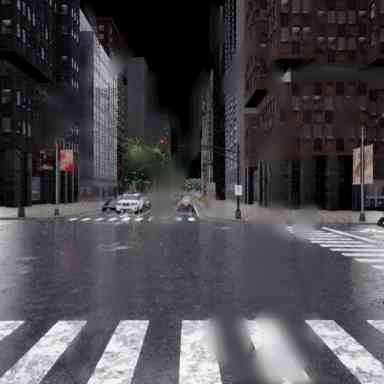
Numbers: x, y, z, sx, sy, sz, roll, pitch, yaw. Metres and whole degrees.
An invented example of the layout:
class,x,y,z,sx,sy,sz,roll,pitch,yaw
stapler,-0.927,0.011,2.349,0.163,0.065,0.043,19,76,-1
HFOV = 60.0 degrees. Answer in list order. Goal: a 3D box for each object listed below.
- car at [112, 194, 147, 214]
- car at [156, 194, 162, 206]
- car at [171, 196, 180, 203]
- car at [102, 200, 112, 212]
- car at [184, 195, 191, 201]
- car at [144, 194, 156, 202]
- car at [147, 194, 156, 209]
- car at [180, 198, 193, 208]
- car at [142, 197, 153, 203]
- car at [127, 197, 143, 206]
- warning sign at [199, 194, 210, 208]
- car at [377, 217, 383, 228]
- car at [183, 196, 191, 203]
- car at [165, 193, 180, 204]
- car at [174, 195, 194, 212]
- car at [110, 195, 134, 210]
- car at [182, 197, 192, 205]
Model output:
class,x,y,z,sx,sy,sz,roll,pitch,yaw
car,-6.540,1.223,35.522,2.150,2.045,5.566,0,0,-1
car,-6.709,1.398,55.748,2.097,1.767,4.553,0,0,0
car,-3.803,1.693,75.790,1.895,1.301,4.718,0,0,-1
car,-9.235,1.574,38.884,1.947,1.339,4.313,0,0,-1
car,-1.157,1.573,87.782,1.967,1.590,4.097,0,0,-1
car,-9.583,1.416,76.865,2.192,1.841,5.009,0,0,-1
car,-6.627,1.374,45.547,2.097,1.767,4.553,0,0,0
car,-0.809,1.614,49.808,1.802,1.307,4.206,0,0,-1
car,-9.533,1.668,71.439,1.802,1.307,4.206,0,0,-1
car,-9.382,1.569,54.991,1.752,1.417,4.829,0,0,-1
warning sign,1.567,1.131,42.650,1.300,1.860,1.060,0,0,-1
car,14.096,1.787,20.943,4.181,1.385,1.994,1,0,0
car,-1.009,1.611,71.677,1.752,1.417,4.829,0,0,-1
car,-3.614,1.562,65.602,2.128,1.511,4.902,0,0,0
car,-0.711,1.448,38.959,1.967,1.590,4.097,0,0,-1
car,-9.286,1.335,44.310,2.192,1.841,5.009,0,0,-1
car,-0.909,1.602,60.658,1.887,1.381,4.507,0,0,-1
